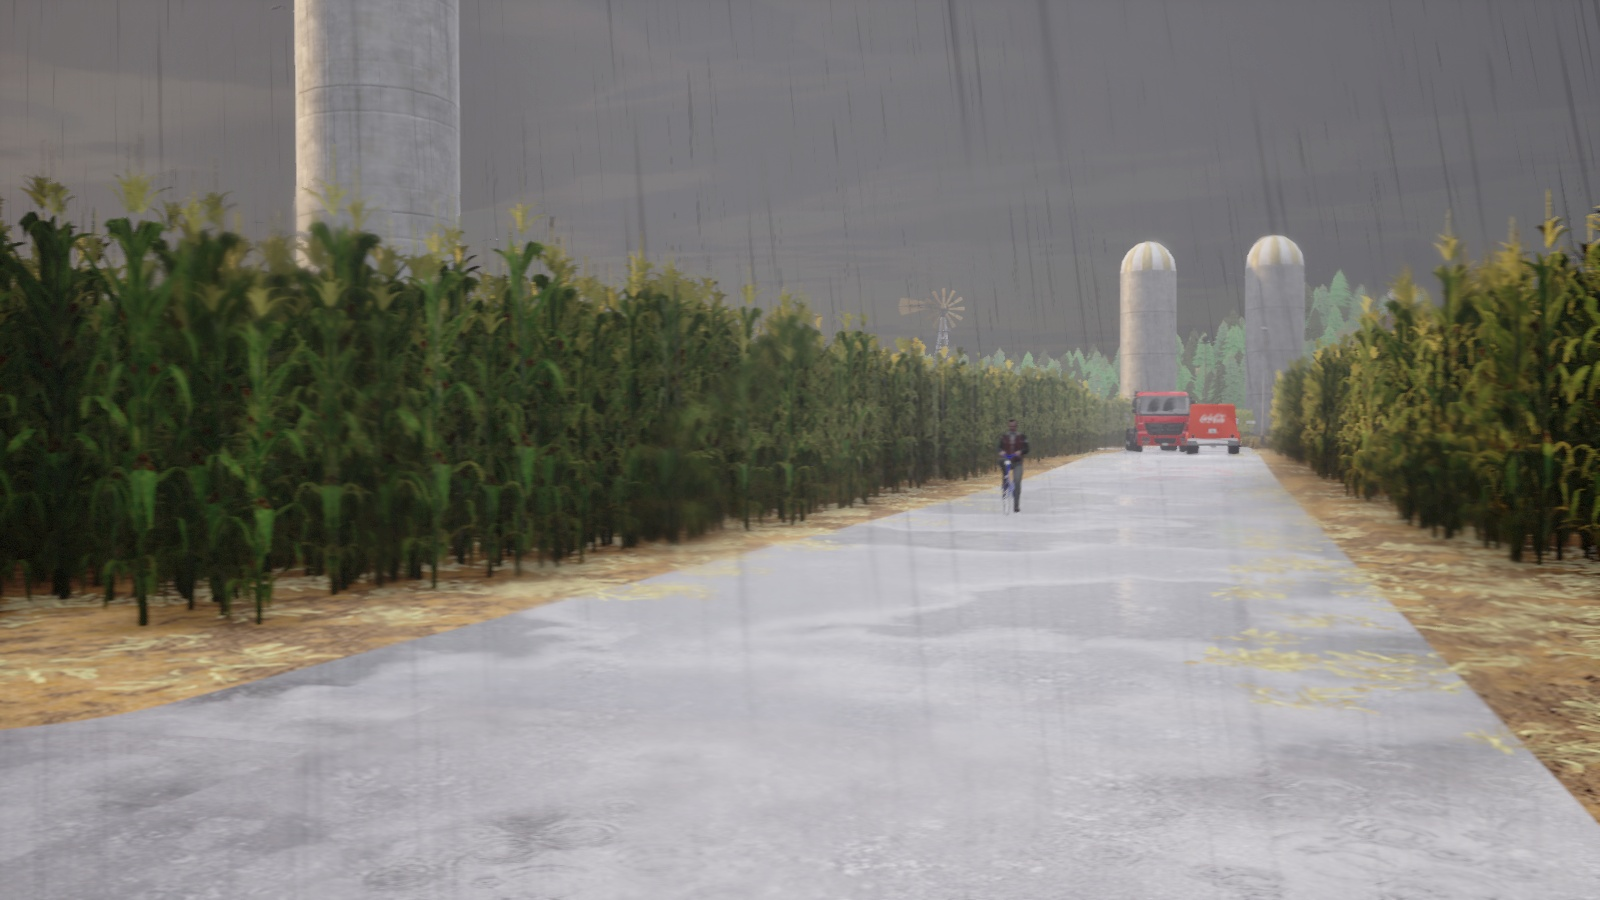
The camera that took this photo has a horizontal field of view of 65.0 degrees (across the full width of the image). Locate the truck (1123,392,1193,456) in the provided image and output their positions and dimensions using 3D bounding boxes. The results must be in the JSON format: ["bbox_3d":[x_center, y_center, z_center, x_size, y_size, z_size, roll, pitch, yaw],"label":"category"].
[{"bbox_3d":[20.404,-1.493,72.040,2.891,3.462,7.936,0,1,9],"label":"truck"}]

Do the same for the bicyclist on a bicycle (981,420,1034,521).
[{"bbox_3d":[3.829,0.342,23.056,0.659,1.776,1.843,1,1,19],"label":"bicyclist on a bicycle"}]

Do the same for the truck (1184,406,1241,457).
[{"bbox_3d":[20.929,-0.890,63.676,2.627,2.467,5.204,1,0,19],"label":"truck"}]
